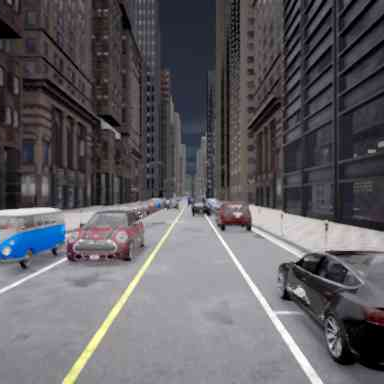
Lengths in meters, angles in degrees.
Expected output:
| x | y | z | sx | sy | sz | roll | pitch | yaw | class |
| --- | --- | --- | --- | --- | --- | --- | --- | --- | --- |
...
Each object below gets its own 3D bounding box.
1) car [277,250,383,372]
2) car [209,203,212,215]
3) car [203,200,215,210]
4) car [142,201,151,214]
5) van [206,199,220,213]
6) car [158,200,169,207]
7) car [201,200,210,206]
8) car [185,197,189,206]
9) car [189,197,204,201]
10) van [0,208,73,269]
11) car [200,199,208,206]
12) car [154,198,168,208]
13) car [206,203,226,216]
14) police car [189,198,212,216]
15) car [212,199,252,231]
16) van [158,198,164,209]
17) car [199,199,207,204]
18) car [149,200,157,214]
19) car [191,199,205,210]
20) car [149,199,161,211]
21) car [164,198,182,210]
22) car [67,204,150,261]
| x | y | z | sx | sy | sz | roll | pitch | yaw | class |
| --- | --- | --- | --- | --- | --- | --- | --- | --- | --- |
| 2.771 | 1.632 | 5.753 | 1.947 | 1.339 | 4.313 | 0 | -1 | 0 | car |
| 2.799 | 1.873 | 28.227 | 2.008 | 1.369 | 4.403 | 0 | -1 | 0 | car |
| 2.835 | 2.181 | 56.489 | 1.752 | 1.417 | 4.829 | 0 | -1 | 0 | car |
| -5.719 | 1.938 | 33.852 | 2.008 | 1.369 | 4.403 | 0 | -1 | 0 | car |
| 2.820 | 1.862 | 45.085 | 1.690 | 1.788 | 3.998 | 0 | -1 | 0 | van |
| -5.676 | 2.311 | 67.385 | 1.752 | 1.417 | 4.829 | 0 | -1 | 0 | car |
| 2.856 | 2.436 | 73.174 | 1.802 | 1.307 | 4.206 | 0 | -1 | 0 | car |
| 0.092 | 1.996 | 71.987 | 2.150 | 2.045 | 5.566 | 0 | -1 | 0 | car |
| 0.961 | 1.777 | 47.867 | 2.150 | 2.045 | 5.566 | 0 | -1 | 0 | car |
| -5.747 | 1.470 | 11.377 | 1.690 | 1.788 | 3.998 | 0 | -1 | 0 | van |
| 2.863 | 2.450 | 78.963 | 1.752 | 1.417 | 4.829 | 0 | -1 | 0 | car |
| -5.683 | 2.035 | 61.939 | 2.192 | 1.841 | 5.009 | 0 | -1 | 0 | car |
| 2.813 | 2.005 | 39.464 | 2.008 | 1.369 | 4.403 | 0 | -1 | 0 | car |
| 0.949 | 1.861 | 37.945 | 1.930 | 1.638 | 5.238 | 0 | -1 | 0 | police car |
| 2.792 | 1.572 | 22.612 | 2.192 | 1.841 | 5.009 | 0 | -1 | 0 | car |
| -5.697 | 1.928 | 50.702 | 1.690 | 1.788 | 3.998 | 0 | -1 | 0 | van |
| 2.878 | 2.628 | 90.029 | 1.947 | 1.339 | 4.313 | 0 | -1 | 0 | car |
| -5.712 | 1.998 | 39.464 | 1.887 | 1.381 | 4.507 | 0 | -1 | 0 | car |
| 0.968 | 1.975 | 53.805 | 2.097 | 1.767 | 4.553 | 0 | -1 | 0 | car |
| -5.705 | 2.065 | 45.082 | 1.887 | 1.381 | 4.507 | 0 | -1 | 0 | car |
| -3.002 | 2.120 | 53.100 | 1.837 | 1.490 | 4.892 | 0 | -1 | 0 | car |
| -3.083 | 1.497 | 12.761 | 2.097 | 1.767 | 4.553 | 0 | -1 | 0 | car |
